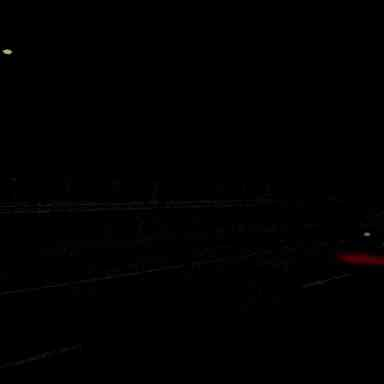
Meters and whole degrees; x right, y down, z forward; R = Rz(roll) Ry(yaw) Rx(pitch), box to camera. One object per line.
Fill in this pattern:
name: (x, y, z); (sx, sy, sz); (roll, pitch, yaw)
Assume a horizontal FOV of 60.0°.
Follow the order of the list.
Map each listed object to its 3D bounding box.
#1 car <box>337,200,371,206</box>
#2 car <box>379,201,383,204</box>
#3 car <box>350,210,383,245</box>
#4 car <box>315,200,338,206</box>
car: (19.770, 1.687, 39.534); (4.718, 1.301, 1.895); (0, 0, -35)
car: (22.640, 1.443, 37.276); (4.553, 1.767, 2.097); (0, 0, -35)
car: (8.786, 1.491, 14.294); (5.008, 1.535, 1.882); (0, 0, -35)
car: (17.744, 1.687, 42.385); (4.718, 1.301, 1.895); (0, 0, -35)
